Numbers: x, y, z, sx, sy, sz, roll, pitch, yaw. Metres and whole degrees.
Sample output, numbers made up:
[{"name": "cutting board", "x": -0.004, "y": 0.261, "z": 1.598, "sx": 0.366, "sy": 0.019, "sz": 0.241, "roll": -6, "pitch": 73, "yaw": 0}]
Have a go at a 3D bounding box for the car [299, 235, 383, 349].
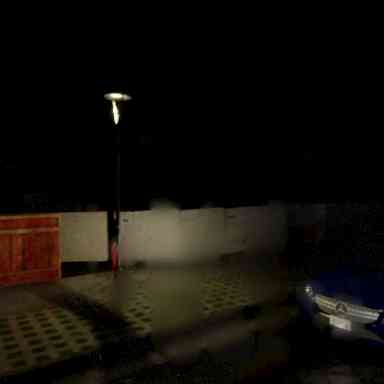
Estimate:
[{"name": "car", "x": 3.906, "y": 1.526, "z": 5.974, "sx": 4.674, "sy": 1.442, "sz": 1.812, "roll": 0, "pitch": 0, "yaw": -37}]
